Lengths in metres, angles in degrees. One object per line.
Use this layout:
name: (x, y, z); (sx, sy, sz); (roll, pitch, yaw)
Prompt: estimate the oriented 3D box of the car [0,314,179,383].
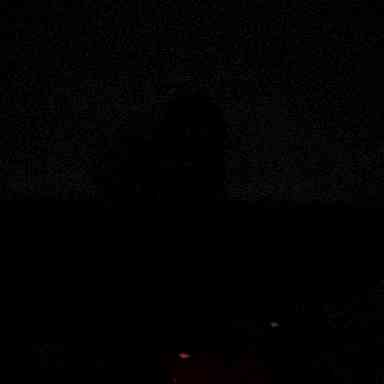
car: (-2.140, 1.527, 1.547); (4.674, 1.442, 1.812); (0, 0, -35)
